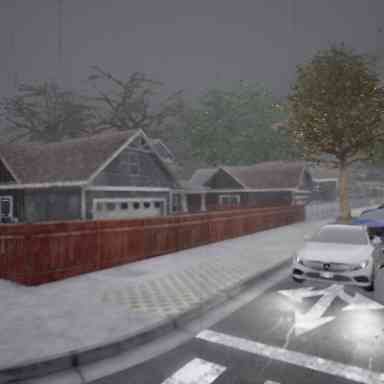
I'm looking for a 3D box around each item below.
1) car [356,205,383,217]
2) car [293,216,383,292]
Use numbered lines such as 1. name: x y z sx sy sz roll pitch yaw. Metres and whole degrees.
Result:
1. car: 9.945 1.673 17.913 1.882 1.535 5.008 -1 -1 34
2. car: 4.360 1.645 9.569 1.812 1.442 4.674 -1 -1 33
